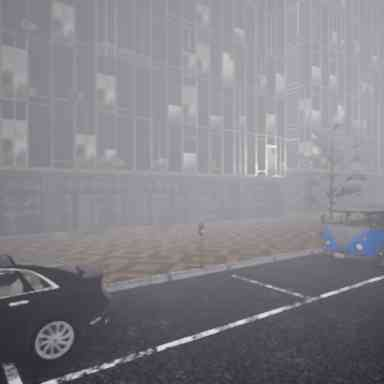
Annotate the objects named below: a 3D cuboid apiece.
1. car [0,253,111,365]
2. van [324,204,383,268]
[{"bbox_3d":[-3.256,1.559,4.227,4.403,1.369,2.008,0,0,-36],"label":"car"},{"bbox_3d":[5.981,1.313,10.882,3.998,1.788,1.690,0,0,-36],"label":"van"}]
